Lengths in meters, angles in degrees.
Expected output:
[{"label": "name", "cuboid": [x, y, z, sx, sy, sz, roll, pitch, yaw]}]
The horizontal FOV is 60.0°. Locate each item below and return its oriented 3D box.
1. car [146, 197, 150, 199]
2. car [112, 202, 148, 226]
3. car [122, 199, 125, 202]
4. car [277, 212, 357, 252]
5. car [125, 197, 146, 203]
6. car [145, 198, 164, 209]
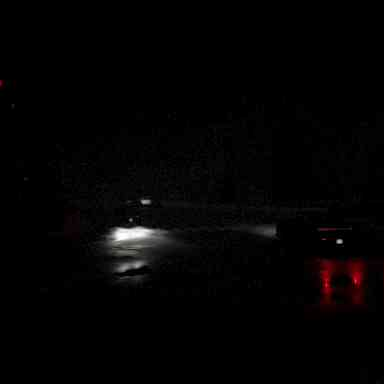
[{"label": "car", "cuboid": [-10.198, 2.050, 70.820, 2.150, 2.045, 5.566, 0, -1, -20]}, {"label": "car", "cuboid": [-5.419, 1.895, 27.394, 2.128, 1.511, 4.902, 0, -1, -20]}, {"label": "car", "cuboid": [-13.457, 2.198, 69.546, 2.097, 1.767, 4.553, 0, -1, -20]}, {"label": "car", "cuboid": [5.224, 1.626, 14.609, 2.128, 1.511, 4.902, 0, -1, -4]}, {"label": "car", "cuboid": [-10.417, 2.230, 61.336, 2.097, 1.767, 4.553, 0, -1, -20]}, {"label": "car", "cuboid": [-6.713, 2.389, 61.414, 2.033, 1.411, 5.357, 0, -1, -20]}]
